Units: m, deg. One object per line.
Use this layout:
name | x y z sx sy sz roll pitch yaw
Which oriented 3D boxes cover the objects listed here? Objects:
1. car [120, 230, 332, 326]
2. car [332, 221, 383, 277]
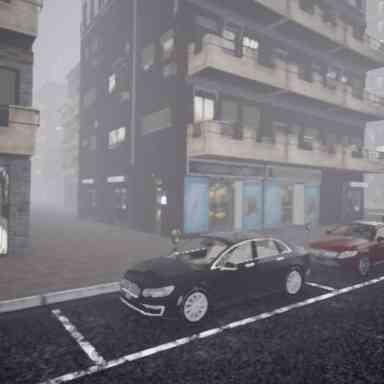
car | 0.688 1.547 6.993 4.403 1.369 2.008 0 1 -35
car | 5.199 1.573 10.211 4.206 1.307 1.802 0 1 -35
